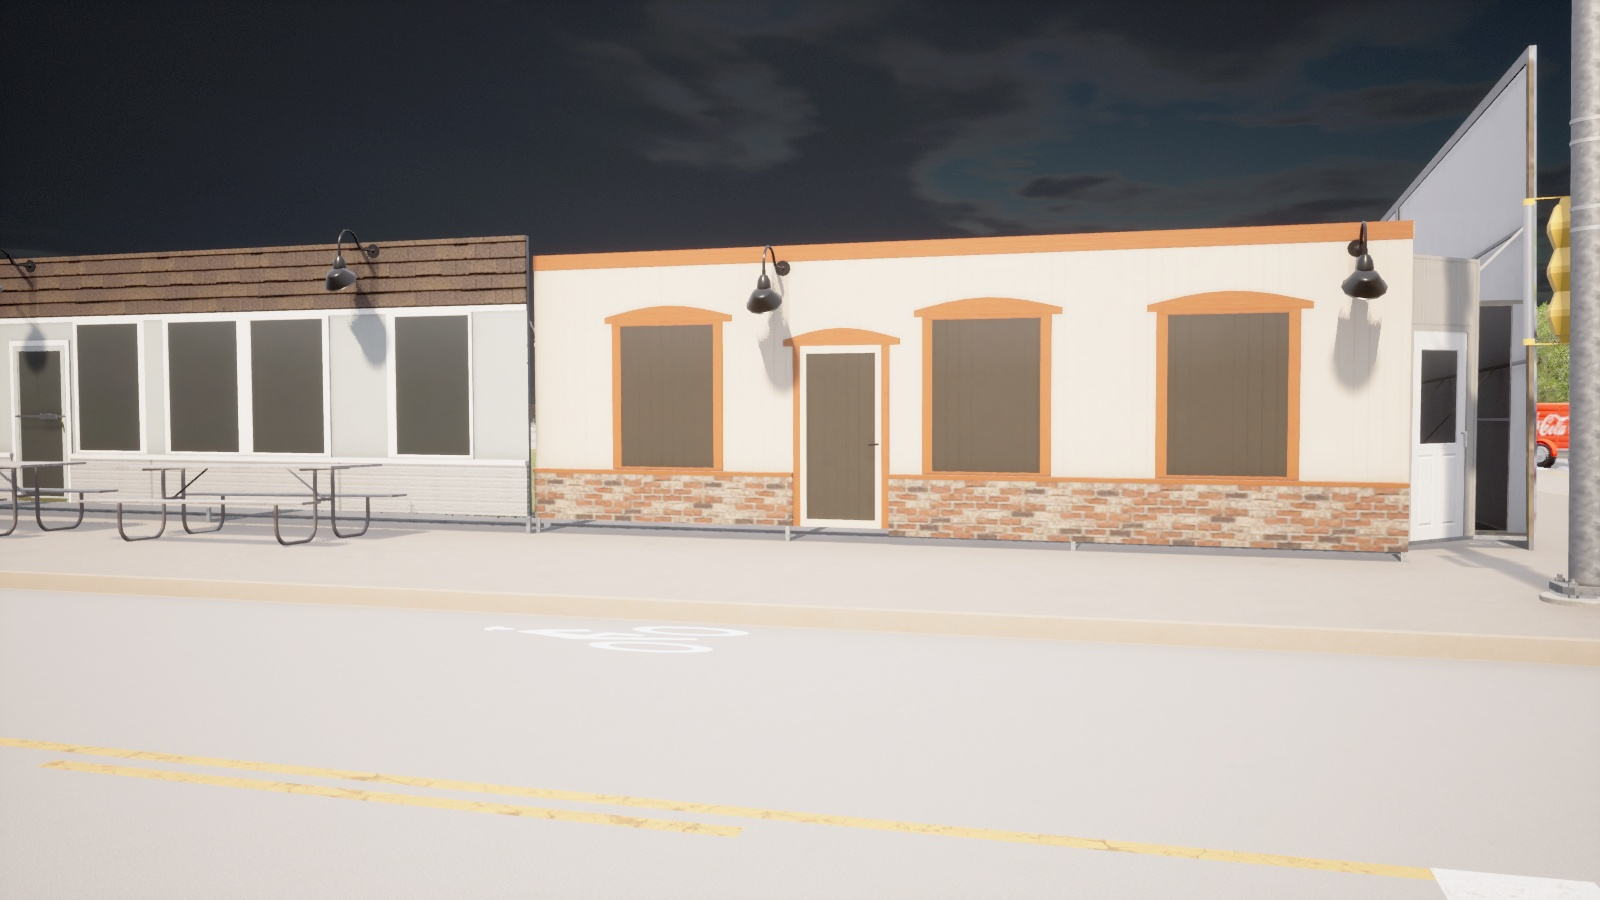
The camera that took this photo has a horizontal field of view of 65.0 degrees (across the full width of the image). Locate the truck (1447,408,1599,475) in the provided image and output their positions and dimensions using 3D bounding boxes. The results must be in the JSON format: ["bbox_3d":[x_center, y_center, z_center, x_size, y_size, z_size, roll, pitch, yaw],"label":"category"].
[{"bbox_3d":[28.827,-0.417,49.626,2.627,2.467,5.204,-1,3,-25],"label":"truck"}]

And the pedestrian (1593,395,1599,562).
[{"bbox_3d":[9.248,0.319,13.615,0.874,1.855,0.900,0,1,16],"label":"pedestrian"}]
